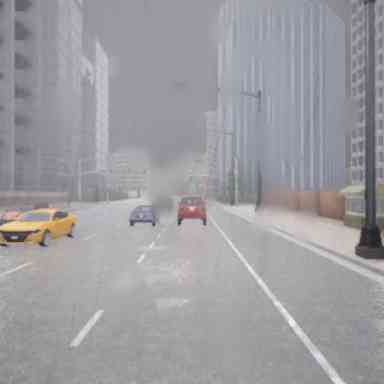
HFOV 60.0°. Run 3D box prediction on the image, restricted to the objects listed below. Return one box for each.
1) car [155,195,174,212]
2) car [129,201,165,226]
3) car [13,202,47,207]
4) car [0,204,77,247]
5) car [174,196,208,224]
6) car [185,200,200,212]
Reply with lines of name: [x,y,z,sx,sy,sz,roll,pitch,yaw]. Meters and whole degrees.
car: [-3.449,1.443,41.825,2.150,2.045,5.566,0,0,0]
car: [-3.411,1.678,24.657,2.033,1.411,5.357,0,0,0]
car: [-10.508,1.463,21.151,2.097,1.767,4.553,0,0,0]
car: [-7.028,1.560,15.666,1.882,1.535,5.008,0,0,0]
car: [0.024,1.355,25.946,2.150,2.045,5.566,0,-1,0]
car: [0.056,1.752,42.972,1.812,1.442,4.674,0,0,0]
